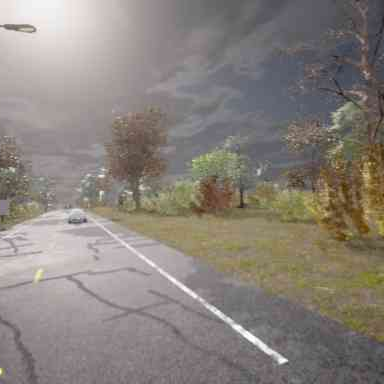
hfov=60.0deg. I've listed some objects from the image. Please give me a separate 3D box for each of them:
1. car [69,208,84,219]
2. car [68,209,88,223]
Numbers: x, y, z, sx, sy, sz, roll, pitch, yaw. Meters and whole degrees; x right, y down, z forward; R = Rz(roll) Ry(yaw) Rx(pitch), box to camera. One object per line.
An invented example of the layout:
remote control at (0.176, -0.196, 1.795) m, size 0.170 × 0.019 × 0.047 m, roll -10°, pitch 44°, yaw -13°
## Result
car at (-16.756, 3.093, 48.029) m, size 1.895 × 1.301 × 4.718 m, roll -4°, pitch -1°, yaw -20°
car at (-13.045, 2.673, 37.853) m, size 1.812 × 1.442 × 4.674 m, roll -4°, pitch -1°, yaw -20°
